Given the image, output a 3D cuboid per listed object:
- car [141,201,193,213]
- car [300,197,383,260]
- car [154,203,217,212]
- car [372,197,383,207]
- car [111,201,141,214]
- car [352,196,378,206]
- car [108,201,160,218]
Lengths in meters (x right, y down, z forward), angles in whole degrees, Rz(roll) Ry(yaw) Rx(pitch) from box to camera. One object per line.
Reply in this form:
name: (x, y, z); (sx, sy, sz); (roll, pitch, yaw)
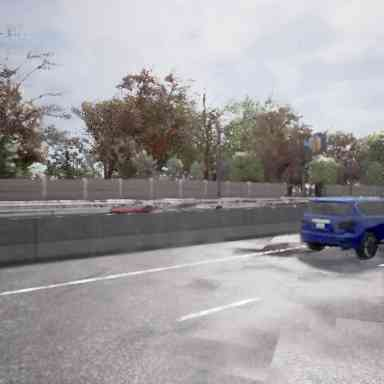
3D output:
car: (-1.016, 1.489, 24.754); (4.892, 1.490, 1.837); (0, 0, -35)
car: (6.470, 1.207, 12.654); (5.566, 2.045, 2.150); (0, 0, -35)
car: (0.262, 1.586, 21.369); (4.718, 1.301, 1.895); (0, 0, -35)
car: (29.618, 1.511, 50.825); (4.181, 1.385, 1.994); (0, 0, -35)
car: (-4.078, 1.587, 26.871); (4.718, 1.301, 1.895); (0, 0, -35)
car: (28.150, 1.472, 54.056); (4.674, 1.442, 1.812); (0, 0, -35)
car: (-5.250, 1.549, 30.332); (4.181, 1.385, 1.994); (0, 0, -35)
